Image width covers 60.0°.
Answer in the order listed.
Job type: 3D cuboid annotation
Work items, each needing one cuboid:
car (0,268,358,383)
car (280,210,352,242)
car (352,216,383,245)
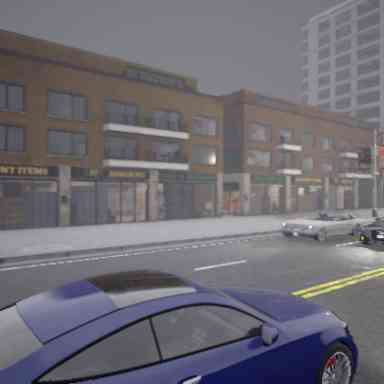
[{"bbox_3d":[-0.307,1.525,3.222,4.674,1.442,1.812,0,0,-35],"label":"car"},{"bbox_3d":[6.477,1.590,16.287,4.718,1.301,1.895,0,0,-35],"label":"car"},{"bbox_3d":[8.938,1.553,14.047,4.181,1.385,1.994,0,0,-35],"label":"car"}]
